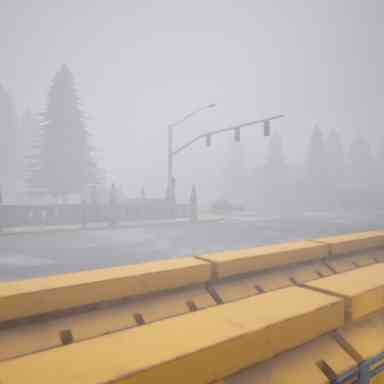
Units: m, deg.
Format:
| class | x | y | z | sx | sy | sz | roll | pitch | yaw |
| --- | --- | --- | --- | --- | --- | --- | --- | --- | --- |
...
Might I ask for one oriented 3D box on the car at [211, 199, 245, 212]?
| class | x | y | z | sx | sy | sz | roll | pitch | yaw |
| --- | --- | --- | --- | --- | --- | --- | --- | --- | --- |
| car | 4.015 | 1.525 | 38.252 | 1.812 | 1.442 | 4.674 | 0 | 0 | -36 |
